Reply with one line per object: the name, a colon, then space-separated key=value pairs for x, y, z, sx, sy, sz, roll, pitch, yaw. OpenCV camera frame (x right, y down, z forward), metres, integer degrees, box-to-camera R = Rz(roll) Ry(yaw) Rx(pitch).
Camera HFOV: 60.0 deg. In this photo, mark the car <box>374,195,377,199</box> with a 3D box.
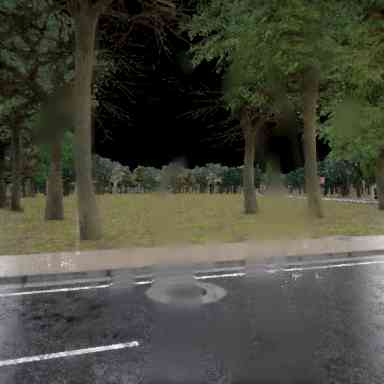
car: x=44.977 y=1.297 z=79.667 sx=1.895 sy=1.301 sz=4.718 roll=0 pitch=0 yaw=5
